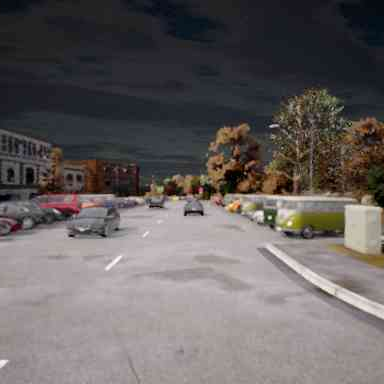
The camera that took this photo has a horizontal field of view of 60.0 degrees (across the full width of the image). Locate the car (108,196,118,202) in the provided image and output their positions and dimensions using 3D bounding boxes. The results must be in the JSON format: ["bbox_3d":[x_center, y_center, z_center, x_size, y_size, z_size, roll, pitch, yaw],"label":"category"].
[{"bbox_3d":[-11.315,1.528,37.713,5.008,1.535,2.097,-1,0,-20],"label":"car"}]

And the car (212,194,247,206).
[{"bbox_3d":[6.529,1.366,58.215,5.566,2.045,2.435,1,0,-20],"label":"car"}]

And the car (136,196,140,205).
[{"bbox_3d":[-11.252,1.622,52.393,4.792,1.488,2.163,-1,-1,-20],"label":"car"}]

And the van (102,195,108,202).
[{"bbox_3d":[-11.441,1.294,34.737,4.442,1.987,1.878,-1,0,-20],"label":"van"}]

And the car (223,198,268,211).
[{"bbox_3d":[6.493,1.534,40.562,4.892,1.521,2.231,1,-1,-20],"label":"car"}]

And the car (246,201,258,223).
[{"bbox_3d":[6.454,1.528,22.892,4.674,1.452,2.002,1,0,-20],"label":"car"}]

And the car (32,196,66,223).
[{"bbox_3d":[-11.399,1.368,23.044,4.553,1.767,2.185,-1,0,-20],"label":"car"}]

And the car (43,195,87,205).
[{"bbox_3d":[-11.385,1.247,25.967,5.566,2.045,2.435,-1,0,-20],"label":"car"}]

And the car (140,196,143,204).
[{"bbox_3d":[-11.282,1.609,55.319,4.892,1.521,2.231,-1,-1,-20],"label":"car"}]

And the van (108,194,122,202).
[{"bbox_3d":[-11.209,1.311,40.691,4.442,1.987,1.878,-1,0,-20],"label":"van"}]

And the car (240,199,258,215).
[{"bbox_3d":[6.460,1.533,25.838,4.674,1.452,2.002,1,0,-20],"label":"car"}]

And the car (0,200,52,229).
[{"bbox_3d":[-11.365,1.492,20.112,4.892,1.521,2.231,-1,0,-20],"label":"car"}]

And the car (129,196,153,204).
[{"bbox_3d":[-11.218,1.699,72.914,4.892,1.521,2.231,-1,0,-20],"label":"car"}]

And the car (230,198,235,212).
[{"bbox_3d":[6.471,1.544,31.732,4.674,1.452,2.002,1,0,-20],"label":"car"}]

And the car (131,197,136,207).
[{"bbox_3d":[-11.294,1.580,49.447,4.892,1.521,2.231,-1,-1,-20],"label":"car"}]

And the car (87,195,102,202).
[{"bbox_3d":[-11.311,1.383,31.854,4.553,1.767,2.185,-1,0,-20],"label":"car"}]

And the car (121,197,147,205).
[{"bbox_3d":[-11.248,1.693,64.118,4.674,1.452,2.002,-1,-1,-20],"label":"car"}]

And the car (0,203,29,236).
[{"bbox_3d":[-11.348,1.518,17.186,4.792,1.488,2.163,-1,0,-20],"label":"car"}]

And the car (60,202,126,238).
[{"bbox_3d":[-5.063,1.507,17.781,1.837,1.490,4.892,0,0,0],"label":"car"}]

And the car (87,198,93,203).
[{"bbox_3d":[-11.349,1.544,28.915,4.674,1.452,2.002,-1,0,-20],"label":"car"}]

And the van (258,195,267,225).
[{"bbox_3d":[6.552,1.262,19.996,4.442,1.987,1.878,1,0,-20],"label":"van"}]

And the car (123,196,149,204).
[{"bbox_3d":[-11.245,1.669,67.052,4.892,1.521,2.231,-1,-1,-20],"label":"car"}]

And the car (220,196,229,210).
[{"bbox_3d":[6.318,1.517,37.552,5.366,1.575,1.946,1,0,-20],"label":"car"}]

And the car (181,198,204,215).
[{"bbox_3d":[0.184,1.591,33.941,1.994,1.385,4.181,0,0,0],"label":"car"}]

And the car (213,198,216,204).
[{"bbox_3d":[6.569,1.633,55.296,4.792,1.488,2.163,1,-1,-20],"label":"car"}]

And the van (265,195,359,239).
[{"bbox_3d":[6.326,1.258,16.964,4.442,1.987,1.878,1,0,-20],"label":"van"}]

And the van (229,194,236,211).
[{"bbox_3d":[6.595,1.289,34.716,4.442,1.987,1.878,1,0,-20],"label":"van"}]

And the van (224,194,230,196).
[{"bbox_3d":[6.617,1.322,43.552,4.442,1.987,1.878,1,-1,-20],"label":"van"}]

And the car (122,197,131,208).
[{"bbox_3d":[-11.329,1.439,46.508,4.553,1.767,2.185,-1,-1,-20],"label":"car"}]

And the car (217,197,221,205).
[{"bbox_3d":[6.545,1.589,46.460,4.792,1.488,2.163,1,-1,-20],"label":"car"}]

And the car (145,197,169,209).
[{"bbox_3d":[-4.901,1.625,46.776,2.033,1.411,5.357,0,0,1],"label":"car"}]

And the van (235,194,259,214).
[{"bbox_3d":[6.362,1.271,28.740,4.442,1.987,1.878,1,0,-20],"label":"van"}]

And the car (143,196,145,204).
[{"bbox_3d":[-11.265,1.663,58.249,4.674,1.452,2.002,-1,-1,-20],"label":"car"}]

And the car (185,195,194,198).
[{"bbox_3d":[0.240,1.697,58.161,1.994,1.385,4.181,0,0,0],"label":"car"}]
